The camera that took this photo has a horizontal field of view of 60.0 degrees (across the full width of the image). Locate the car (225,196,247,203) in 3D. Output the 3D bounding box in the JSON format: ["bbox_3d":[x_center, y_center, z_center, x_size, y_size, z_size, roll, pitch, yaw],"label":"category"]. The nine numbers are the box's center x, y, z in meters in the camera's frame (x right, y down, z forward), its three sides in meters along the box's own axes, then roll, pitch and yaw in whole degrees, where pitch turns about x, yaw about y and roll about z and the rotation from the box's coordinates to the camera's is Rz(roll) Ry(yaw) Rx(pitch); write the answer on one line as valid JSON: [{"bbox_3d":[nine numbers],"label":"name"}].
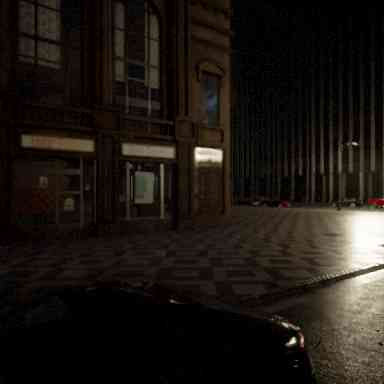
[{"bbox_3d":[8.650,1.525,65.391,1.802,1.307,4.206,0,0,-36],"label":"car"}]

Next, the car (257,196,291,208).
[{"bbox_3d":[11.805,1.507,46.731,1.887,1.381,4.507,0,0,-36],"label":"car"}]

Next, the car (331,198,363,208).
[{"bbox_3d":[22.029,1.521,47.226,1.947,1.339,4.313,0,0,-36],"label":"car"}]

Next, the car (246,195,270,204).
[{"bbox_3d":[11.996,1.387,60.849,1.967,1.590,4.097,0,0,-36],"label":"car"}]

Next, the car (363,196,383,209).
[{"bbox_3d":[25.374,1.272,42.685,2.192,1.841,5.009,0,0,-36],"label":"car"}]

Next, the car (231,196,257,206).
[{"bbox_3d":[8.461,1.542,51.272,1.802,1.307,4.206,0,0,-36],"label":"car"}]

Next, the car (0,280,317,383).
[{"bbox_3d":[-0.869,1.562,2.750,4.181,1.385,1.994,0,0,-35],"label":"car"}]
